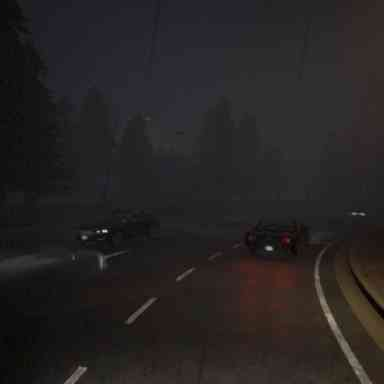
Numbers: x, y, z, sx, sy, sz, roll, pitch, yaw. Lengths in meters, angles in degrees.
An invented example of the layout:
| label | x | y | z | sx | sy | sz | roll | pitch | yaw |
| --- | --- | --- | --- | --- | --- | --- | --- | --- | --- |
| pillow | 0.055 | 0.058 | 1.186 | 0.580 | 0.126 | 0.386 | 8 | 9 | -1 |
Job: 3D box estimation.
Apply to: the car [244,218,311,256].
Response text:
| label | x | y | z | sx | sy | sz | roll | pitch | yaw |
| --- | --- | --- | --- | --- | --- | --- | --- | --- | --- |
| car | 3.745 | 1.736 | 13.840 | 1.895 | 1.301 | 4.718 | 0 | 0 | 26 |

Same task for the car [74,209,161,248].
| label | x | y | z | sx | sy | sz | roll | pitch | yaw |
| --- | --- | --- | --- | --- | --- | --- | --- | --- | --- |
| car | -3.248 | 1.579 | 15.478 | 2.128 | 1.511 | 4.902 | 0 | -1 | 25 |

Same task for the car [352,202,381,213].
| label | x | y | z | sx | sy | sz | roll | pitch | yaw |
| --- | --- | --- | --- | --- | --- | --- | --- | --- | --- |
| car | 23.350 | 2.094 | 44.588 | 4.181 | 1.385 | 1.994 | 1 | -1 | -32 |
